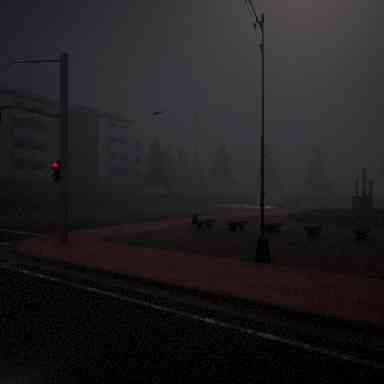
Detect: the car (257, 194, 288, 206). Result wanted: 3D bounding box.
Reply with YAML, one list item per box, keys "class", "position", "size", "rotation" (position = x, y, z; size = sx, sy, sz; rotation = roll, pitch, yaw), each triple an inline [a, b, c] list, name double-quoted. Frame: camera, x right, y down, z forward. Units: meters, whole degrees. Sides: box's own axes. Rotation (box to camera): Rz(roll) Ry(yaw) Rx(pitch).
- class: "car"
  position: [13.518, 1.325, 54.994]
  size: [5.566, 2.045, 2.150]
  rotation: [0, 0, -20]

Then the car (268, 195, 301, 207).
- class: "car"
  position: [14.770, 1.566, 51.725]
  size: [4.674, 1.442, 1.812]
  rotation: [0, 0, -20]
